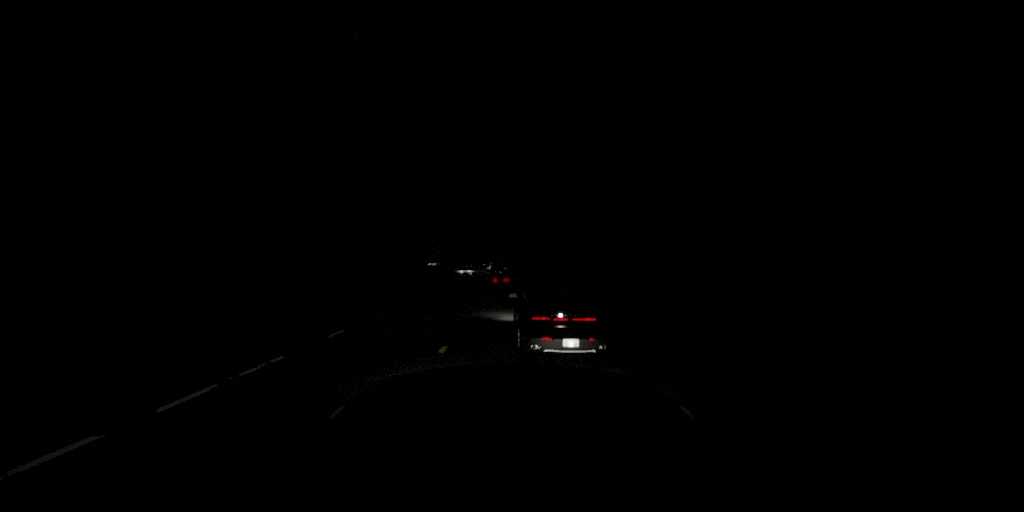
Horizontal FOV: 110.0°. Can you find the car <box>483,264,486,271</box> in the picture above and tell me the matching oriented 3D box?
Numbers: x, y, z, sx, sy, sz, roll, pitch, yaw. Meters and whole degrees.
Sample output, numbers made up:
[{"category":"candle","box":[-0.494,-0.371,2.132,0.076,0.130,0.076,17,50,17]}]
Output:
[{"category":"car","box":[-2.741,1.432,49.025,2.033,1.411,5.357,1,0,-13]}]

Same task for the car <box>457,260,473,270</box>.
[{"category":"car","box":[-6.954,1.352,52.791,2.033,1.411,5.357,1,0,-14]}]

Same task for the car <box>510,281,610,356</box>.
[{"category":"car","box":[1.015,1.374,8.998,1.837,1.490,4.892,1,-1,-2]}]

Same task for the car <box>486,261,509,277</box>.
[{"category":"car","box":[-1.398,1.449,38.932,2.128,1.511,4.902,1,0,-6]}]
